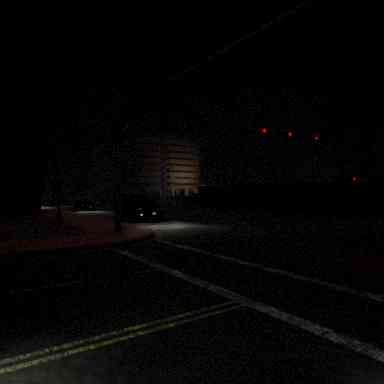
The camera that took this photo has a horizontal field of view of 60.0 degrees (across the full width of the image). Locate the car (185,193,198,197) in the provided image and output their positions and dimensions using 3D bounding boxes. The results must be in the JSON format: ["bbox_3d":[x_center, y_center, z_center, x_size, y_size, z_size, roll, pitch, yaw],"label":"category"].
[{"bbox_3d":[1.207,1.156,65.255,3.866,1.878,1.905,0,0,-34],"label":"car"}]

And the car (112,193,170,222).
[{"bbox_3d":[-4.231,1.221,26.593,2.150,2.045,5.566,0,0,-33],"label":"car"}]

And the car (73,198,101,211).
[{"bbox_3d":[-12.994,1.506,40.289,1.837,1.490,4.892,0,0,-33],"label":"car"}]

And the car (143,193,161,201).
[{"bbox_3d":[-9.827,1.156,81.483,3.866,1.878,1.905,0,0,-34],"label":"car"}]

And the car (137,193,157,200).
[{"bbox_3d":[-11.404,1.153,83.910,4.605,1.855,1.932,0,0,-34],"label":"car"}]

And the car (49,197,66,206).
[{"bbox_3d":[-22.242,1.554,54.905,2.033,1.411,5.357,0,0,-33],"label":"car"}]

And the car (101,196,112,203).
[{"bbox_3d":[-17.252,1.526,66.768,1.812,1.442,4.674,0,0,-33],"label":"car"}]
